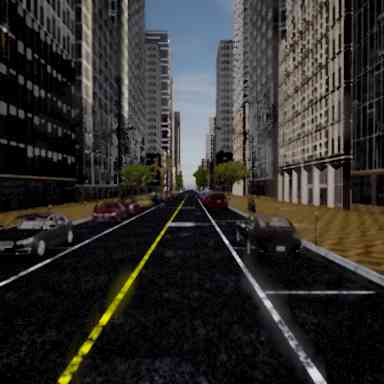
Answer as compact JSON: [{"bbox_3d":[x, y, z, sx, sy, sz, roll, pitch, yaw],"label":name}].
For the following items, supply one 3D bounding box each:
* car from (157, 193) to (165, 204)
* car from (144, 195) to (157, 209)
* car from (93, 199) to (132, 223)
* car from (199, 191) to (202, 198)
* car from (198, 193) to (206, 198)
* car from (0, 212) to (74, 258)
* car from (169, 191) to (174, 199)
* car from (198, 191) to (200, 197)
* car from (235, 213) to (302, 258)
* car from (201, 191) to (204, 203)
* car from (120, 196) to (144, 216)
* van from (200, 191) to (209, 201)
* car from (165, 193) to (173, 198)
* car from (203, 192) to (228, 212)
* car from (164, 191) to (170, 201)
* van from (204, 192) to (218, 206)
[{"bbox_3d":[-5.769,1.158,51.955,1.947,1.339,4.313,-1,0,0],"label":"car"},{"bbox_3d":[-5.753,1.209,40.418,1.752,1.417,4.829,-1,0,0],"label":"car"},{"bbox_3d":[-5.730,1.397,23.537,1.802,1.307,4.206,-1,0,0],"label":"car"},{"bbox_3d":[2.611,1.032,51.965,1.967,1.590,4.097,-1,0,0],"label":"car"},{"bbox_3d":[2.565,0.870,86.067,2.008,1.369,4.403,-1,0,0],"label":"car"},{"bbox_3d":[-5.715,1.455,12.170,2.008,1.369,4.403,-1,0,0],"label":"car"},{"bbox_3d":[-5.801,0.851,74.688,1.967,1.590,4.097,-1,0,0],"label":"car"},{"bbox_3d":[2.594,0.941,63.332,1.967,1.590,4.097,-1,0,0],"label":"car"},{"bbox_3d":[2.666,1.455,12.181,2.008,1.369,4.403,-1,0,0],"label":"car"},{"bbox_3d":[2.625,0.997,40.598,2.192,1.841,5.009,-1,0,0],"label":"car"},{"bbox_3d":[-5.739,1.211,29.219,1.967,1.590,4.097,-1,0,0],"label":"car"},{"bbox_3d":[2.586,0.797,69.014,1.690,1.788,3.998,-1,0,0],"label":"van"},{"bbox_3d":[-5.816,0.901,86.056,1.802,1.307,4.206,-1,0,0],"label":"car"},{"bbox_3d":[2.632,1.041,34.914,2.192,1.841,5.009,-1,0,0],"label":"car"},{"bbox_3d":[-5.785,1.052,63.322,2.008,1.369,4.403,-1,0,0],"label":"car"},{"bbox_3d":[2.617,0.978,46.281,1.690,1.788,3.998,-1,0,0],"label":"van"}]
